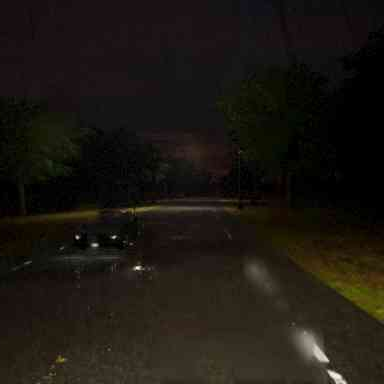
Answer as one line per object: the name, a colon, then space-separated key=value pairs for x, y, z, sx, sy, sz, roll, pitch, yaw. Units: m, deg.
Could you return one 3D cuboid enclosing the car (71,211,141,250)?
car: x=-3.474 y=1.542 z=14.655 sx=2.033 sy=1.411 sz=5.357 roll=0 pitch=0 yaw=1
